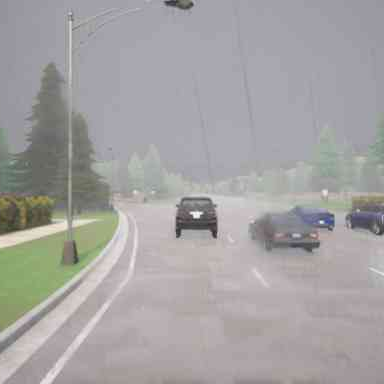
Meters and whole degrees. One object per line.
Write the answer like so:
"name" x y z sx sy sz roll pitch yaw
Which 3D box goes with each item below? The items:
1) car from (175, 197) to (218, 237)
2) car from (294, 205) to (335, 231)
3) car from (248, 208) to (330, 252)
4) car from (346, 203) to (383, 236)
"car" 0.238 1.270 18.661 2.150 2.045 5.566 0 0 0
"car" 7.257 1.547 21.045 1.882 1.535 5.008 0 0 0
"car" 3.704 1.592 14.195 2.033 1.411 5.357 0 0 0
"car" 10.743 1.423 19.170 2.097 1.767 4.553 0 0 0
